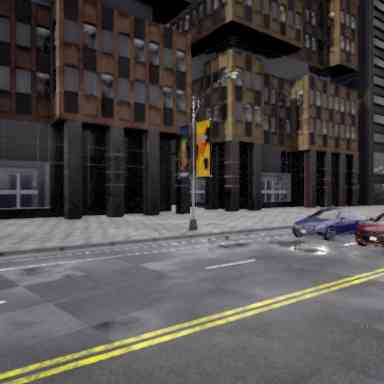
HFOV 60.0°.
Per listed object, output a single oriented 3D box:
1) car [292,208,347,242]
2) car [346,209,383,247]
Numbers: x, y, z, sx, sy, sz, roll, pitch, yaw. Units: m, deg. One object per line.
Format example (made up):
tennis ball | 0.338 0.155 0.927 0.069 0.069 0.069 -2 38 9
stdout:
car | 7.029 1.548 16.693 4.674 1.442 1.812 0 0 -36
car | 8.895 1.500 14.045 5.008 1.535 1.882 0 0 -35
